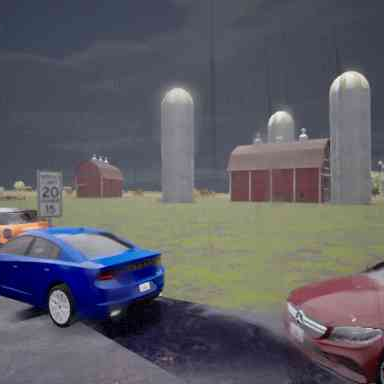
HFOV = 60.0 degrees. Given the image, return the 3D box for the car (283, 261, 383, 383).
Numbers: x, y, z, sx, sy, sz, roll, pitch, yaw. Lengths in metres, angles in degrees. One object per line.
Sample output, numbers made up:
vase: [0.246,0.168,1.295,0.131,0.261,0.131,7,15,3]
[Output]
car: [3.625,1.563,4.647,4.674,1.442,1.812,1,-1,-11]

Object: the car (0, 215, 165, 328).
car: [-2.891,1.479,7.054,5.008,1.535,1.882,0,0,33]

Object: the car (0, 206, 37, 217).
car: [-7.073,1.361,12.141,4.553,1.767,2.097,0,0,32]
